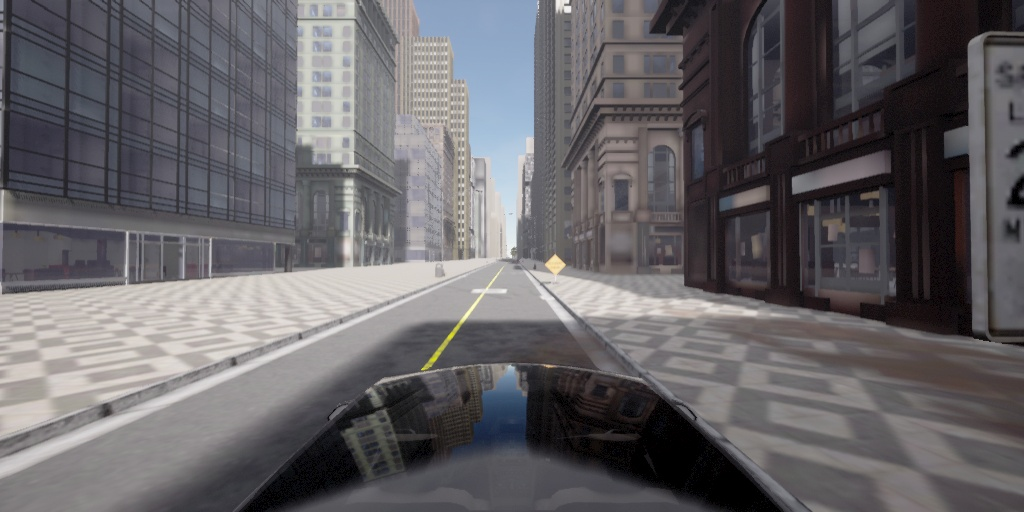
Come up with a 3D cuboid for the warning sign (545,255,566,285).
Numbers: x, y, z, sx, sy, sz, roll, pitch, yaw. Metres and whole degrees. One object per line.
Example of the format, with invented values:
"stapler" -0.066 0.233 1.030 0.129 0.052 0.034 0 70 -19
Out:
"warning sign" 2.718 0.837 22.331 1.300 1.860 1.060 0 0 0
